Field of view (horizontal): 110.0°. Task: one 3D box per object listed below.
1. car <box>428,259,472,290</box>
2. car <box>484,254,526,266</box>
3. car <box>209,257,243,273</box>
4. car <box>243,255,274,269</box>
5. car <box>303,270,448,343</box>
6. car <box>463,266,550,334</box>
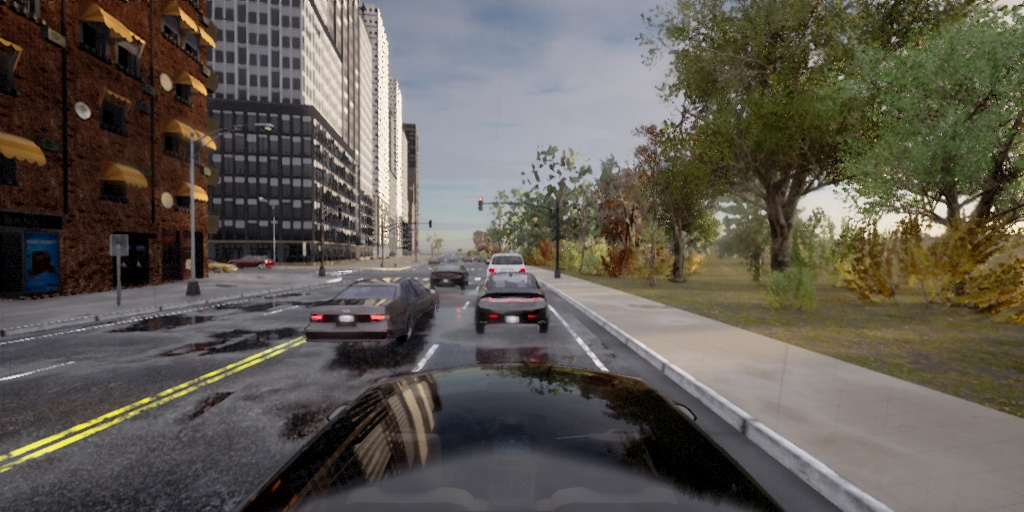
[{"bbox_3d":[-3.615,1.139,21.340,1.882,1.535,5.008,0,0,-3],"label":"car"},{"bbox_3d":[-0.341,0.884,20.905,2.150,2.045,5.566,0,0,-2],"label":"car"},{"bbox_3d":[-26.690,0.815,31.044,4.829,1.417,1.751,0,0,-11],"label":"car"},{"bbox_3d":[-28.728,0.646,39.355,4.097,1.591,1.967,0,0,-11],"label":"car"},{"bbox_3d":[-3.262,1.263,9.524,2.033,1.411,5.357,0,0,-1],"label":"car"},{"bbox_3d":[-0.030,1.203,10.470,2.128,1.511,4.902,0,0,-1],"label":"car"}]
